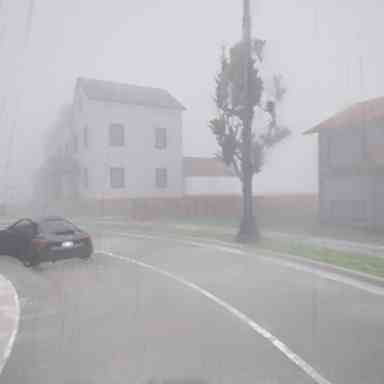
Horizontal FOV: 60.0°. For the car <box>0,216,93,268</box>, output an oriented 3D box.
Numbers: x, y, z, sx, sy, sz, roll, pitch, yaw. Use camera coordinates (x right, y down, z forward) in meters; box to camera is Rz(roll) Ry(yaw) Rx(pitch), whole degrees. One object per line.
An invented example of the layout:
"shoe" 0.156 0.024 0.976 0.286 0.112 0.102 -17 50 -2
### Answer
"car" -5.120 1.511 11.247 4.181 1.385 1.994 0 0 44
